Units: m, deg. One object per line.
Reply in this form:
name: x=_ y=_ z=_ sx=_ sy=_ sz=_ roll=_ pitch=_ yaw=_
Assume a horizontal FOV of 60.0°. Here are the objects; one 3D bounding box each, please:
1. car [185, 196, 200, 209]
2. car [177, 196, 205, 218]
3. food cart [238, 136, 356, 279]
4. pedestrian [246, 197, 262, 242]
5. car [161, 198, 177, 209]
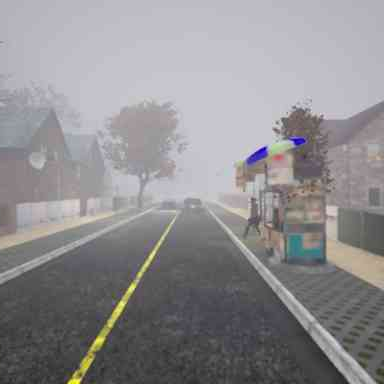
car: x=0.056 y=1.367 z=44.590 sx=1.837 sy=1.490 sz=4.892 roll=0 pitch=0 yaw=0
car: x=0.068 y=1.233 z=29.057 sx=2.097 sy=1.767 sz=4.553 roll=0 pitch=0 yaw=0
food cart: x=2.979 y=0.411 z=10.732 sx=2.280 sy=3.560 sz=4.660 roll=-1 pitch=-1 yaw=0
pedestrian: x=2.518 y=1.076 z=13.552 sx=0.375 sy=1.860 sz=0.375 roll=1 pitch=-1 yaw=-1
car: x=-2.851 y=1.462 z=42.086 sx=1.895 sy=1.301 sz=4.718 roll=0 pitch=0 yaw=0
